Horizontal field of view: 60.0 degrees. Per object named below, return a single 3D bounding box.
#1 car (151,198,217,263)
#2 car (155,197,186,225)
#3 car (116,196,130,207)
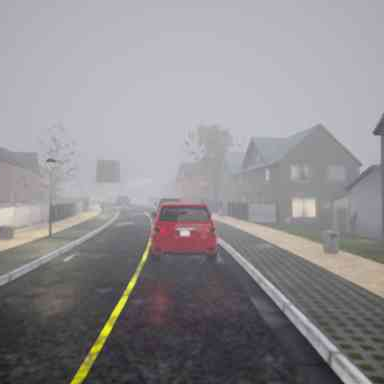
[{"bbox_3d":[-0.380,1.350,12.712,2.150,2.045,5.566,0,0,-4],"label":"car"},{"bbox_3d":[-1.917,1.475,27.746,2.150,2.045,5.566,0,0,-8],"label":"car"},{"bbox_3d":[-13.153,1.704,63.074,2.150,2.045,5.566,1,-1,-18],"label":"car"}]
